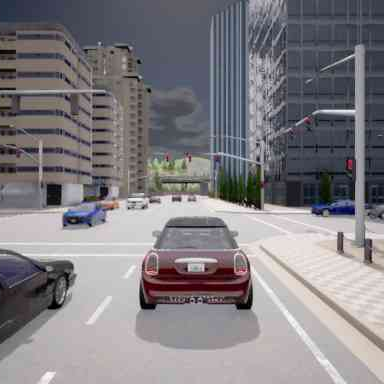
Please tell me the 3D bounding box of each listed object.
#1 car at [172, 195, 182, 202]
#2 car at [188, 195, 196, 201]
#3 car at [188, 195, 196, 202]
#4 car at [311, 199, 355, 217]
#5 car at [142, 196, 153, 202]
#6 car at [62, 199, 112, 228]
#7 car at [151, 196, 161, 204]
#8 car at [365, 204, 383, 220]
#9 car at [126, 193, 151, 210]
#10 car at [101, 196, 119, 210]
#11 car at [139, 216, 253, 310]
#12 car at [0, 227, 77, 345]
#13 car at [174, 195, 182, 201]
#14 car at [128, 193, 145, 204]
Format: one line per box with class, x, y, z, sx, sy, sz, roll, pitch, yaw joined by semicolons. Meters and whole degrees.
car;-3.504;1.470;74.743;1.882;1.535;5.008;0;0;0
car;-0.004;1.493;84.353;1.812;1.442;4.674;0;0;0
car;-0.004;1.547;75.859;1.994;1.385;4.181;0;0;0
car;13.292;1.422;29.885;5.008;1.535;1.882;0;0;1
car;-10.504;1.580;79.073;1.895;1.301;4.718;0;0;0
car;-7.103;1.454;22.446;1.882;1.535;5.008;0;0;0
car;-7.040;1.548;64.195;2.033;1.411;5.357;0;0;1
car;16.279;1.436;26.362;4.902;1.511;2.128;0;0;0
car;-7.103;1.221;43.420;2.150;2.045;5.566;0;0;0
car;-10.600;1.352;41.850;2.097;1.767;4.553;0;0;0
car;0.082;1.352;7.988;2.097;1.767;4.553;0;0;0
car;-3.434;1.547;4.790;2.033;1.411;5.357;0;0;0
car;-3.504;1.509;84.353;2.033;1.411;5.357;0;0;0
car;-10.550;1.224;63.530;2.150;2.045;5.566;0;0;1
